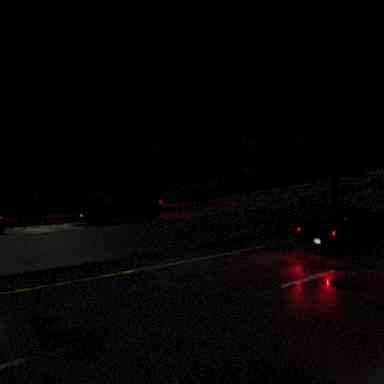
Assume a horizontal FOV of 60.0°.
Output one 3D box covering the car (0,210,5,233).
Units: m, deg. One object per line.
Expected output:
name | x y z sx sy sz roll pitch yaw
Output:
car | -10.771 1.239 13.506 5.566 2.045 2.150 -1 0 -35

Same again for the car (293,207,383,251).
car | 5.939 1.209 12.281 4.718 1.301 1.895 -4 2 -35

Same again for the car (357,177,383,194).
car | 15.938 -0.464 28.243 4.902 1.511 2.128 -9 5 -35

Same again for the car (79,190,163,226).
car | -4.616 0.980 22.195 5.566 2.045 2.150 -3 2 -35
